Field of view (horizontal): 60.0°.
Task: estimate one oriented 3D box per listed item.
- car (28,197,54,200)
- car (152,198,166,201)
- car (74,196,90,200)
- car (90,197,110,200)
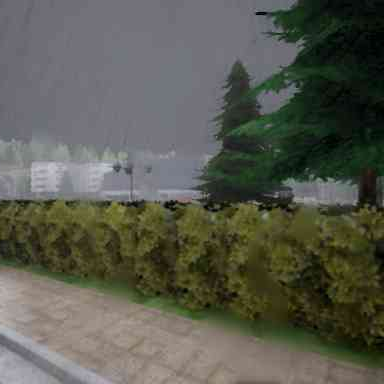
[{"bbox_3d":[-33.020,1.886,74.217,2.152,1.636,5.027,-1,0,38],"label":"car"},{"bbox_3d":[-5.741,1.780,53.449,1.845,1.501,3.633,-1,0,38],"label":"car"},{"bbox_3d":[-20.353,1.681,64.934,1.932,1.855,4.605,-1,0,38],"label":"car"},{"bbox_3d":[-12.639,1.809,49.405,1.970,1.475,3.806,-1,0,38],"label":"car"}]
